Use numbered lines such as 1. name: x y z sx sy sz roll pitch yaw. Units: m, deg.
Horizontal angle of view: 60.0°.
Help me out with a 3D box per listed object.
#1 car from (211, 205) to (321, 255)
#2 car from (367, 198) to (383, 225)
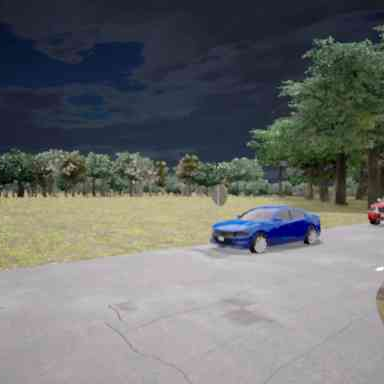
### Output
1. car: 2.910 1.274 12.584 5.008 1.535 1.882 0 0 -39
2. car: 13.120 1.014 20.643 5.566 2.045 2.150 0 0 -37
